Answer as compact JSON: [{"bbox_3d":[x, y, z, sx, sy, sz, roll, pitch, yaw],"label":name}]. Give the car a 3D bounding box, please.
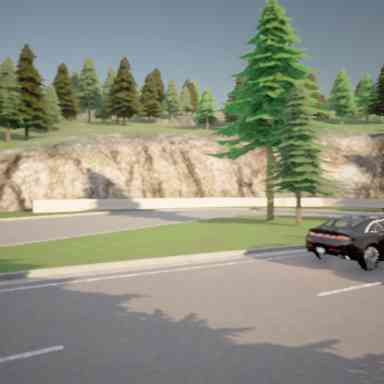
[{"bbox_3d":[5.925,1.501,10.866,4.902,1.511,2.128,0,0,-27],"label":"car"}]
